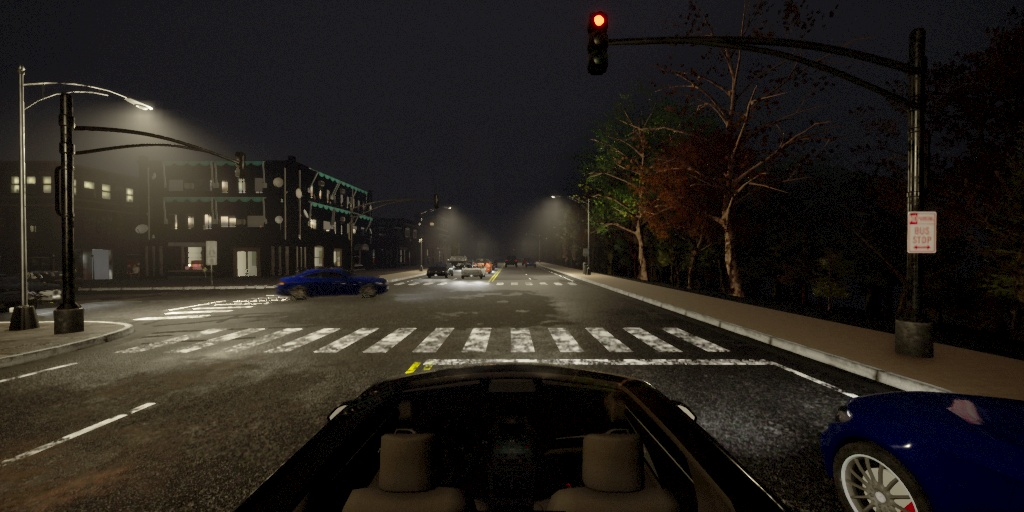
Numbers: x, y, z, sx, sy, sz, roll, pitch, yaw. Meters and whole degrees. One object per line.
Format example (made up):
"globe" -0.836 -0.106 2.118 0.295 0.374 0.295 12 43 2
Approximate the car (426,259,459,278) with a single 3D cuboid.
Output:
"car" -6.656 1.287 34.008 2.033 1.411 5.357 0 0 0

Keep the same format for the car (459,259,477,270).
"car" -6.691 1.222 54.648 2.128 1.511 4.902 0 0 0

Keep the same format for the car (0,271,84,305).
"car" -22.088 1.522 15.567 4.674 1.442 1.812 0 1 0

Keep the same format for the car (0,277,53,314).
"car" -19.969 1.565 12.862 4.313 1.339 1.948 0 0 0

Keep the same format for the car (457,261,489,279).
"car" -3.405 1.341 32.289 1.895 1.301 4.718 0 0 0

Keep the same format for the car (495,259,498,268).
"car" -3.432 1.224 51.293 2.128 1.511 4.902 0 0 0

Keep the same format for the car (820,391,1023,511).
"car" 3.358 1.276 0.895 1.812 1.442 4.674 0 0 1

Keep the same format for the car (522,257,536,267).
"car" 3.227 1.274 62.918 2.033 1.411 5.357 0 0 0

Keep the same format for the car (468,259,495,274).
"car" -3.419 1.088 41.261 2.097 1.767 4.553 0 0 0

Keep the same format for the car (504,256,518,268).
"car" -0.127 0.948 62.936 2.150 2.045 5.566 0 0 0

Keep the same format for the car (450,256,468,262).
"car" -6.670 0.957 44.245 2.150 2.045 5.566 0 0 0

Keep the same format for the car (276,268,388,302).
"car" -8.271 1.284 16.747 4.674 1.442 1.812 -1 0 -16
